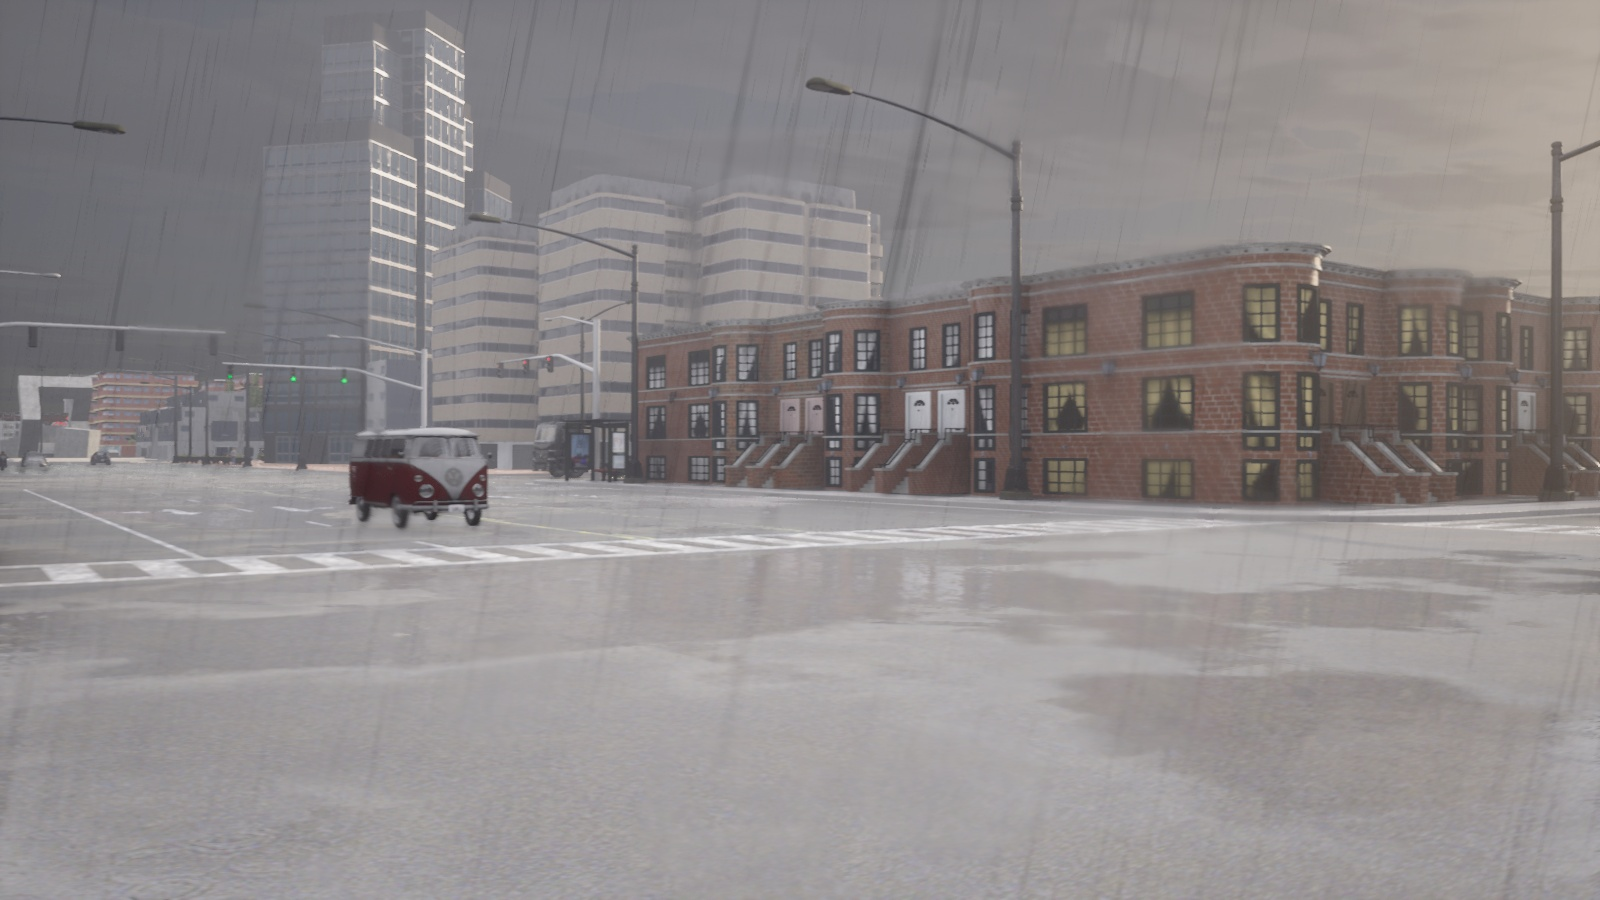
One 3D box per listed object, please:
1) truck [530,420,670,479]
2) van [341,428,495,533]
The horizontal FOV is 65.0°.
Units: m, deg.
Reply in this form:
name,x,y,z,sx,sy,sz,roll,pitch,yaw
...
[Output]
name,x,y,z,sx,sy,sz,roll,pitch,yaw
truck,-12.055,-0.025,76.023,7.936,3.462,2.891,0,0,-35
van,-8.000,0.578,26.042,1.775,1.987,4.442,0,0,-35
